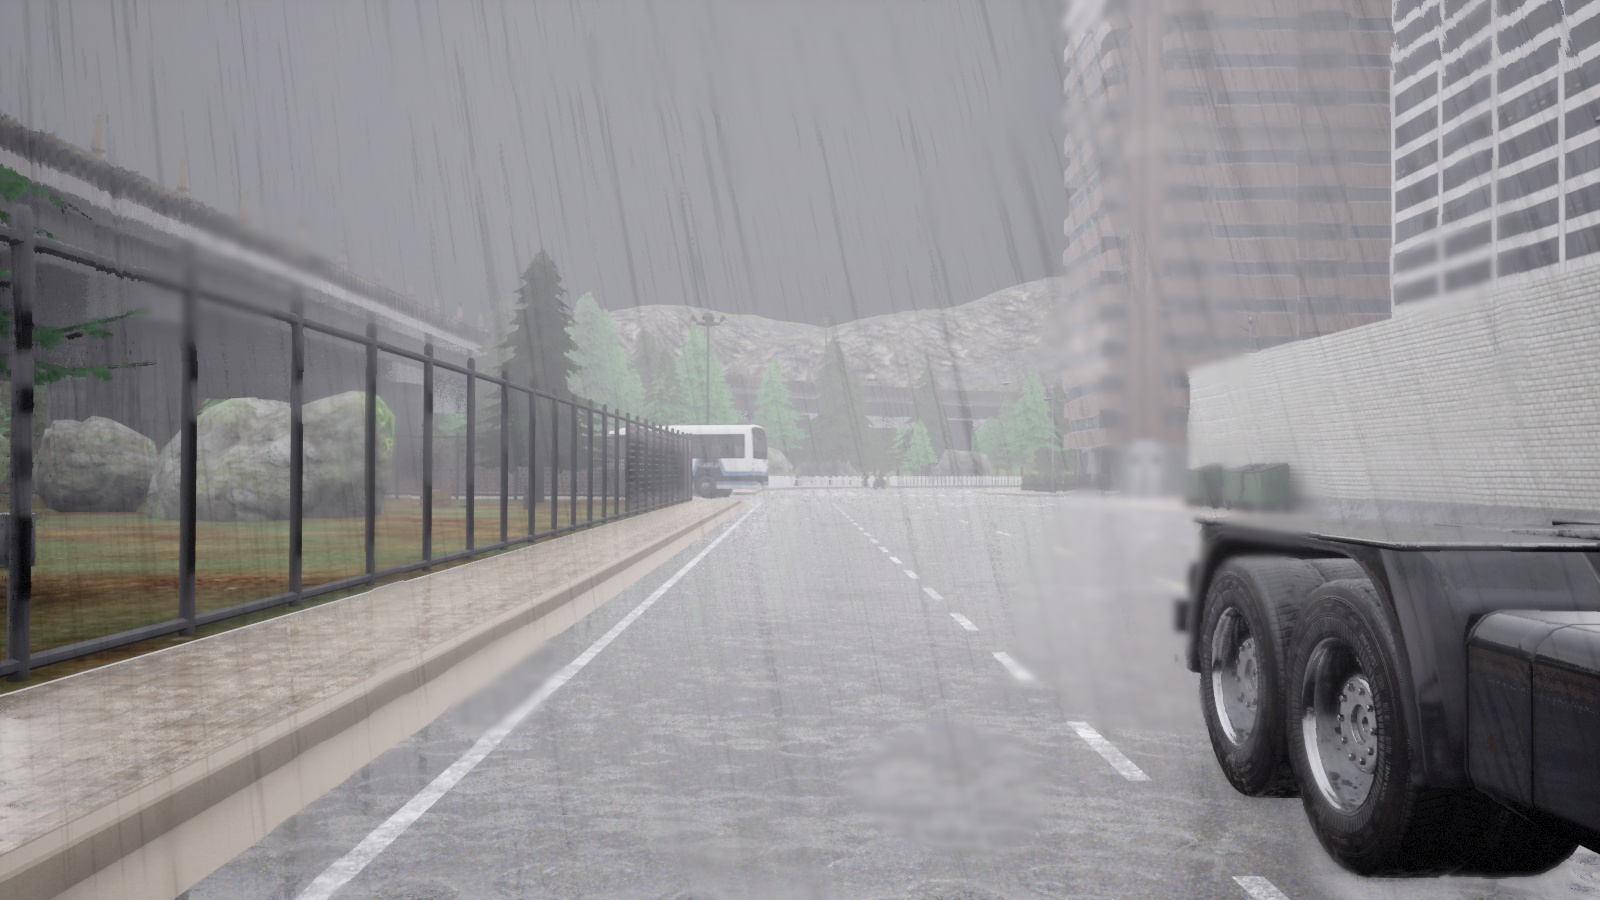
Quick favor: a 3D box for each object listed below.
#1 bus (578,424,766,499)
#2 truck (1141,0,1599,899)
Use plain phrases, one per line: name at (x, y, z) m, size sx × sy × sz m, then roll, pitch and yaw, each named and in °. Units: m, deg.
bus at (-7.538, 0.760, 74.205) m, size 10.273 × 4.253 × 3.944 m, roll -1°, pitch -2°, yaw 16°
truck at (3.487, -0.123, 3.466) m, size 2.891 × 3.462 × 7.936 m, roll 0°, pitch -1°, yaw 0°
